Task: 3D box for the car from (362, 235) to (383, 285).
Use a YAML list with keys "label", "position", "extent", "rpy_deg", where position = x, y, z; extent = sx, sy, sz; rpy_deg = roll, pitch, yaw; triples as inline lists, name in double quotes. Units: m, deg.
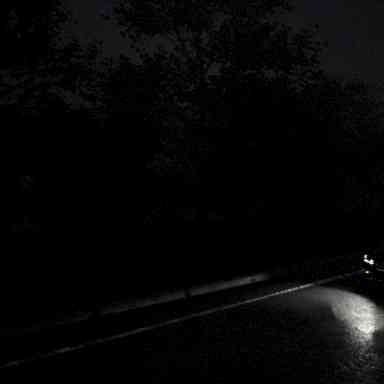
- label: "car"
  position: [6.221, 1.514, 8.428]
  extent: [4.892, 1.490, 1.837]
  rpy_deg: [0, 0, -35]
